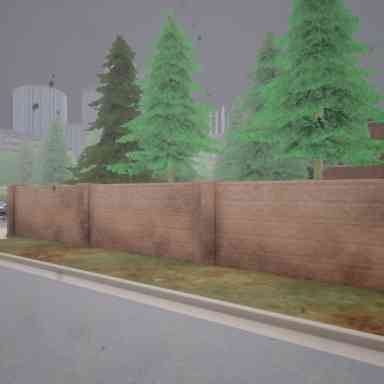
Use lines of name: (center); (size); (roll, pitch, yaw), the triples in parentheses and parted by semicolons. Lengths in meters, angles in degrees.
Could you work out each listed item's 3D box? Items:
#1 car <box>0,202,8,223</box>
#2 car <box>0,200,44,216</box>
car: (-13.715, 1.491, 25.907); (2.128, 1.511, 4.902); (0, 0, 36)
car: (-17.439, 1.525, 33.010); (1.812, 1.442, 4.674); (0, 0, 35)
